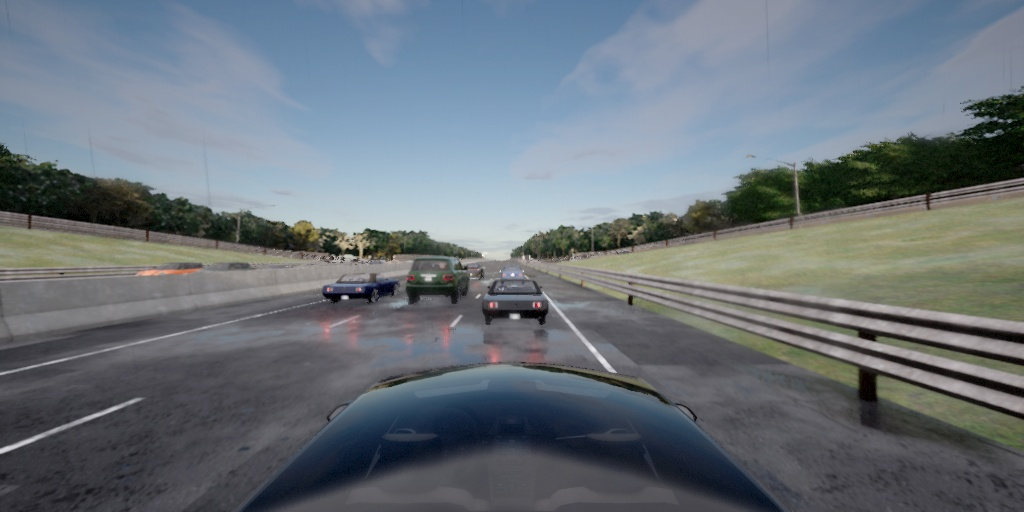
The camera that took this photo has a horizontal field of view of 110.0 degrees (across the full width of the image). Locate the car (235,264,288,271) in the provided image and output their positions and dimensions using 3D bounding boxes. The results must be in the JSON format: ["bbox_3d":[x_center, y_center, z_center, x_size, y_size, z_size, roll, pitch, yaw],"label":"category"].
[{"bbox_3d":[-17.674,1.454,26.425,1.994,1.385,4.181,0,0,-1],"label":"car"}]

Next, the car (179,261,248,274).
[{"bbox_3d":[-21.172,1.241,26.358,2.097,1.767,4.553,0,0,-1],"label":"car"}]

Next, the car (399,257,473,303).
[{"bbox_3d":[-3.402,1.059,17.279,2.150,2.045,5.566,0,0,0],"label":"car"}]

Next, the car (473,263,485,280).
[{"bbox_3d":[-3.619,1.428,33.794,2.128,1.511,4.902,0,0,-1],"label":"car"}]

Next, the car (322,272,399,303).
[{"bbox_3d":[-6.902,1.437,17.053,1.895,1.301,4.718,0,0,0],"label":"car"}]

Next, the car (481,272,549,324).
[{"bbox_3d":[0.096,1.408,12.197,1.895,1.301,4.718,0,0,0],"label":"car"}]

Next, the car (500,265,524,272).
[{"bbox_3d":[-0.006,1.455,28.588,2.033,1.411,5.357,0,0,-1],"label":"car"}]

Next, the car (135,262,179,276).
[{"bbox_3d":[-24.671,1.239,26.242,2.097,1.767,4.553,0,0,-1],"label":"car"}]
